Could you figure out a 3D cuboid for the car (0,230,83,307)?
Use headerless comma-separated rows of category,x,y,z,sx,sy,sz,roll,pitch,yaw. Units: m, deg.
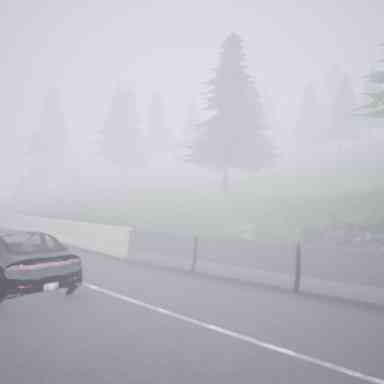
car,-4.567,1.730,8.415,4.902,1.511,2.128,-1,-2,44
